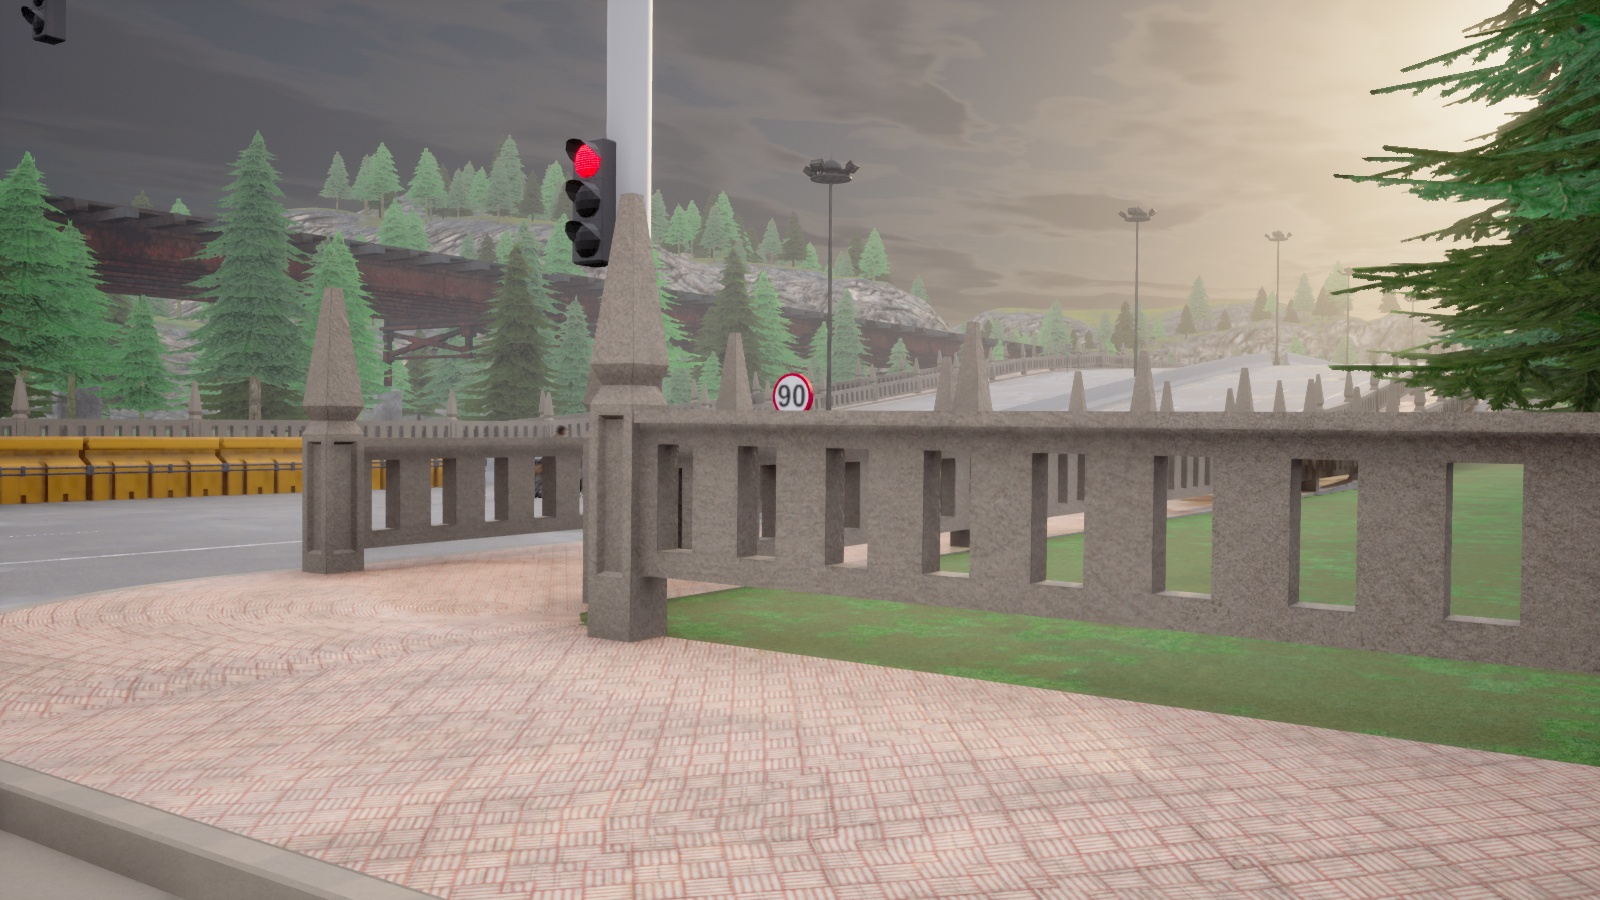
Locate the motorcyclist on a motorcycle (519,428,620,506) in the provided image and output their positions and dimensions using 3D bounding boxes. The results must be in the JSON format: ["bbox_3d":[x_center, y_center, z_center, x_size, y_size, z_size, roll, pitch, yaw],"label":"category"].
[{"bbox_3d":[-5.099,0.347,27.914,0.766,1.649,2.350,0,1,34],"label":"motorcyclist on a motorcycle"}]
